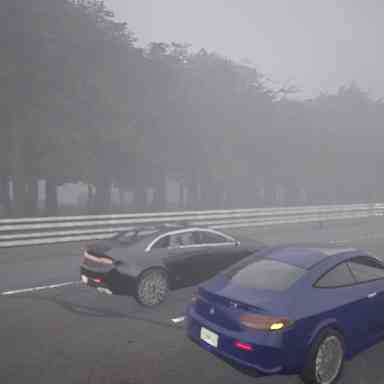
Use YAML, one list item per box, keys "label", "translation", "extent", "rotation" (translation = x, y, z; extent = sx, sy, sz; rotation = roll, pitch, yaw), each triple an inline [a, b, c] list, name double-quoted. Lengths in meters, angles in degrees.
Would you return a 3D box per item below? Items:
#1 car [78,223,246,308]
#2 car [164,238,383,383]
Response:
- label: "car"
  translation: [-0.144, 1.491, 7.945]
  extent: [4.902, 1.511, 2.128]
  rotation: [0, 0, -36]
- label: "car"
  translation: [2.072, 1.526, 5.225]
  extent: [4.674, 1.442, 1.812]
  rotation: [0, 0, -36]
